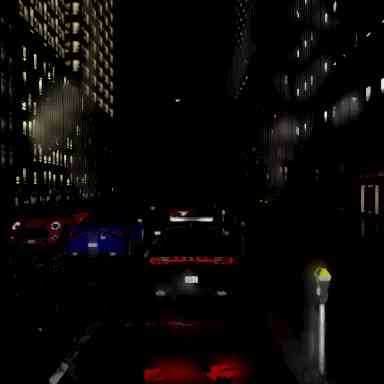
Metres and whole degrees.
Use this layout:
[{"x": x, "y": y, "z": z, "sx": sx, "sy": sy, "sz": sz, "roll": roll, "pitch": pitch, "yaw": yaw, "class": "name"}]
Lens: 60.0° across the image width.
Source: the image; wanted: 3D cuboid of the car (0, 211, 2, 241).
[{"x": -8.843, "y": 1.542, "z": 14.989, "sx": 1.887, "sy": 1.381, "sz": 4.507, "roll": -1, "pitch": 0, "yaw": 0, "class": "car"}]

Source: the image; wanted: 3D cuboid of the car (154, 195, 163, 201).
[{"x": -8.844, "y": 1.545, "z": 88.876, "sx": 1.947, "sy": 1.339, "sz": 4.313, "roll": -1, "pitch": 0, "yaw": 0, "class": "car"}]

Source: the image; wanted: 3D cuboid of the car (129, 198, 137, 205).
[{"x": -8.843, "y": 1.541, "z": 49.090, "sx": 2.008, "sy": 1.369, "sz": 4.403, "roll": -1, "pitch": 0, "yaw": 0, "class": "car"}]

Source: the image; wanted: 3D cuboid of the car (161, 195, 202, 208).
[{"x": -0.465, "y": 1.311, "z": 20.672, "sx": 2.192, "sy": 1.841, "sz": 5.009, "roll": -1, "pitch": 0, "yaw": 0, "class": "car"}]

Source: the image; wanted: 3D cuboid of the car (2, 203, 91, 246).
[{"x": -6.246, "y": 1.349, "z": 15.183, "sx": 2.097, "sy": 1.767, "sz": 4.553, "roll": 0, "pitch": 0, "yaw": 0, "class": "car"}]

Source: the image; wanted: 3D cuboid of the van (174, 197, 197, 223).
[{"x": -0.465, "y": 1.336, "z": 26.356, "sx": 1.690, "sy": 1.788, "sz": 3.998, "roll": -1, "pitch": 0, "yaw": 0, "class": "van"}]

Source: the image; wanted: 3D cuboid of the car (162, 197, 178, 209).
[{"x": -3.045, "y": 1.496, "z": 46.501, "sx": 1.837, "sy": 1.490, "sz": 4.892, "roll": 0, "pitch": 0, "yaw": 0, "class": "car"}]

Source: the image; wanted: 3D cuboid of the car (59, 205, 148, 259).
[{"x": -3.046, "y": 1.475, "z": 12.672, "sx": 1.882, "sy": 1.535, "sz": 5.008, "roll": 0, "pitch": 0, "yaw": 0, "class": "car"}]

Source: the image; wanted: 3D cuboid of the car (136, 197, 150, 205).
[{"x": -8.843, "y": 1.570, "z": 60.458, "sx": 1.802, "sy": 1.307, "sz": 4.206, "roll": -1, "pitch": 0, "yaw": 0, "class": "car"}]

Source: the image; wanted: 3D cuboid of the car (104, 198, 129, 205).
[{"x": -8.844, "y": 1.544, "z": 37.723, "sx": 2.008, "sy": 1.369, "sz": 4.403, "roll": -1, "pitch": 0, "yaw": 0, "class": "car"}]

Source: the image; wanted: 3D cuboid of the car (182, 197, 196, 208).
[{"x": -0.463, "y": 1.541, "z": 49.090, "sx": 2.008, "sy": 1.369, "sz": 4.403, "roll": -1, "pitch": 0, "yaw": 0, "class": "car"}]

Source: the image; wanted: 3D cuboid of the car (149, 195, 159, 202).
[{"x": -8.843, "y": 1.509, "z": 77.339, "sx": 1.752, "sy": 1.417, "sz": 4.829, "roll": -1, "pitch": 0, "yaw": 0, "class": "car"}]

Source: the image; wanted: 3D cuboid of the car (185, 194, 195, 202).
[{"x": -0.465, "y": 1.298, "z": 77.509, "sx": 2.192, "sy": 1.841, "sz": 5.009, "roll": -1, "pitch": 0, "yaw": 0, "class": "car"}]

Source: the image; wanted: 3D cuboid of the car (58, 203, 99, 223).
[{"x": -8.843, "y": 1.577, "z": 26.356, "sx": 1.802, "sy": 1.307, "sz": 4.206, "roll": -1, "pitch": 0, "yaw": 0, "class": "car"}]

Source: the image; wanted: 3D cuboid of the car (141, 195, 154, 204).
[{"x": -8.845, "y": 1.426, "z": 66.141, "sx": 1.967, "sy": 1.590, "sz": 4.097, "roll": -1, "pitch": 0, "yaw": 0, "class": "car"}]

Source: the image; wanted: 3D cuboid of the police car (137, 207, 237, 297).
[{"x": -0.012, "y": 1.423, "z": 8.762, "sx": 1.930, "sy": 1.638, "sz": 5.238, "roll": 0, "pitch": 0, "yaw": 0, "class": "police car"}]

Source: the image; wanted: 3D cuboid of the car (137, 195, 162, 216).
[{"x": -3.146, "y": 1.347, "z": 28.736, "sx": 2.097, "sy": 1.767, "sz": 4.553, "roll": 0, "pitch": 0, "yaw": 0, "class": "car"}]

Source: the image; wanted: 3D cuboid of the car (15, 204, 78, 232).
[{"x": -8.844, "y": 1.547, "z": 20.672, "sx": 2.008, "sy": 1.369, "sz": 4.403, "roll": -1, "pitch": 0, "yaw": 0, "class": "car"}]
